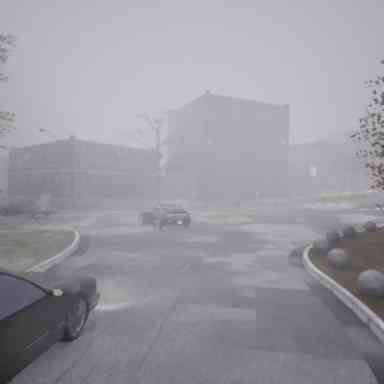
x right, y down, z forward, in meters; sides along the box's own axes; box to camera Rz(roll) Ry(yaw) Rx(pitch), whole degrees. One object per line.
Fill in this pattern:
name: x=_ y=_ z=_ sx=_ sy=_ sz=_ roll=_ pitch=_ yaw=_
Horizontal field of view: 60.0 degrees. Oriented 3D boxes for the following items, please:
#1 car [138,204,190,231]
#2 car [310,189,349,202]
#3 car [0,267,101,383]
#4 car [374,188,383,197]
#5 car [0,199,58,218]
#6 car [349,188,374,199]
car: x=-1.840 y=1.461 z=20.637 sx=2.128 sy=1.511 sz=4.902 roll=1 pitch=0 yaw=-28
car: x=18.438 y=0.414 z=45.298 sx=5.366 sy=1.575 sz=1.946 roll=-3 pitch=2 yaw=-29
car: x=-2.824 y=1.500 z=3.461 sx=2.033 sy=1.411 sz=5.357 roll=1 pitch=0 yaw=8
car: x=28.098 y=-0.084 z=50.636 sx=5.366 sy=1.575 sz=1.946 roll=-3 pitch=2 yaw=-29
car: x=-13.618 y=1.315 z=27.391 sx=5.357 sy=1.411 sz=2.033 roll=1 pitch=0 yaw=22
car: x=23.270 y=0.164 z=47.962 sx=5.366 sy=1.575 sz=1.946 roll=-3 pitch=2 yaw=-29
